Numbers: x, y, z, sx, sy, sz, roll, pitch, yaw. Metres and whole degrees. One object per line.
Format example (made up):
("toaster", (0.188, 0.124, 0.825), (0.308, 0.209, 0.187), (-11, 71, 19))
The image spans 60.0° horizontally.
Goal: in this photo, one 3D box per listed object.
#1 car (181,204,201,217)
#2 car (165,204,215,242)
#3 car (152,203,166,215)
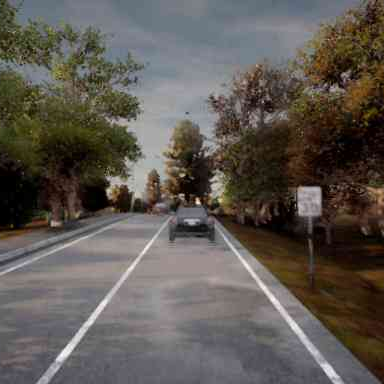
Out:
("car", (-0.157, 1.850, 34.297), (1.895, 1.301, 4.718), (0, -2, -1))
("car", (-0.018, 1.394, 16.661), (2.097, 1.767, 4.553), (0, 0, 0))
("car", (-3.805, 2.065, 41.115), (1.812, 1.442, 4.674), (0, -3, 0))
